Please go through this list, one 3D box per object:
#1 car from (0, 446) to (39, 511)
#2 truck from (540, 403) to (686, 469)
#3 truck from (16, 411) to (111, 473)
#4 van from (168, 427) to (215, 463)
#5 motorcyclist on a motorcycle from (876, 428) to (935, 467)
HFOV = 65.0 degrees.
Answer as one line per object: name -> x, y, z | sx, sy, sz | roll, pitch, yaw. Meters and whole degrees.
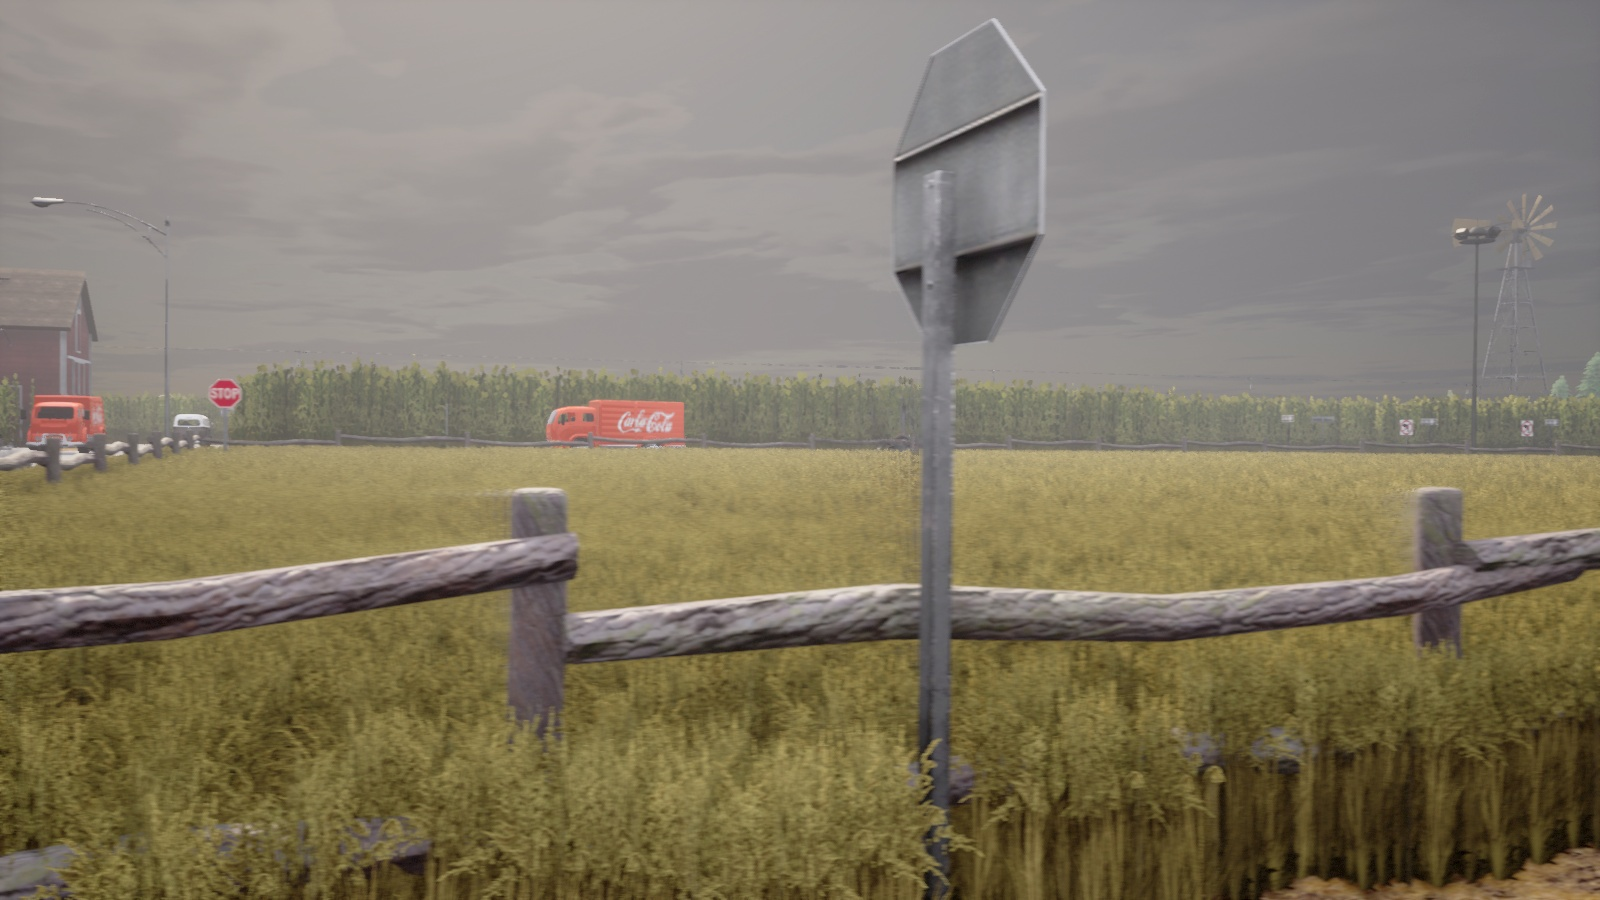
car -> -18.104, 0.606, 27.209 | 1.895, 1.301, 4.718 | -1, 1, -21
truck -> -7.341, -0.561, 49.263 | 5.204, 2.467, 2.627 | -1, 1, -20
truck -> -31.512, -0.430, 53.929 | 2.627, 2.467, 5.204 | -1, 2, -21
van -> -35.622, -0.291, 73.634 | 2.069, 2.038, 4.480 | -1, 1, -21
motorcyclist on a motorcycle -> 4.226, -0.120, 50.268 | 2.191, 1.530, 0.866 | -1, 1, -20
